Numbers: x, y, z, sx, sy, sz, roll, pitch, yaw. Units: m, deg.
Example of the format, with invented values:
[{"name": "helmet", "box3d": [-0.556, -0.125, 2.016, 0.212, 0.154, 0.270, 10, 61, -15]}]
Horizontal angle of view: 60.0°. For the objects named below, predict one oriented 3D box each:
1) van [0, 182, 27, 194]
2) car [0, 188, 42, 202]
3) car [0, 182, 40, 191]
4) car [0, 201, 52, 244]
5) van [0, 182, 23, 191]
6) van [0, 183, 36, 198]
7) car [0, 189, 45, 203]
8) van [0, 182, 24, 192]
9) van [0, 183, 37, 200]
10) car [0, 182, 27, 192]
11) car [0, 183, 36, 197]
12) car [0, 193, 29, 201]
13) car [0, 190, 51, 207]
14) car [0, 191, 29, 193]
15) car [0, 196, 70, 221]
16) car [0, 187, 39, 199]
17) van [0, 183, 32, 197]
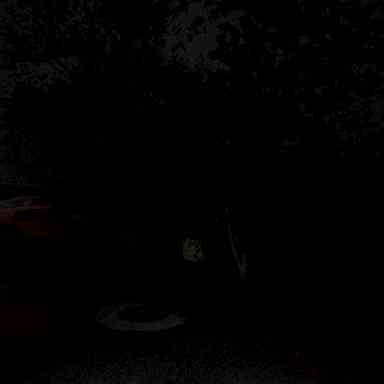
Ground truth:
[{"name": "van", "box3d": [-34.007, -0.763, 63.333, 4.442, 1.987, 1.878, 1, 1, -30]}, {"name": "car", "box3d": [-20.337, 0.336, 39.122, 4.792, 1.488, 2.163, 1, 1, -30]}, {"name": "car", "box3d": [-14.857, 0.465, 29.495, 5.566, 2.045, 2.435, 1, 2, -30]}, {"name": "car", "box3d": [-6.745, 1.355, 15.156, 5.008, 1.535, 2.097, 1, 2, -30]}, {"name": "van", "box3d": [-40.791, -1.176, 75.258, 4.442, 1.987, 1.878, 1, 1, -30]}, {"name": "van", "box3d": [-24.360, -0.176, 46.377, 4.442, 1.987, 1.878, 1, 1, -30]}, {"name": "car", "box3d": [-19.033, 0.427, 36.829, 4.792, 1.488, 2.163, 1, 2, -30]}, {"name": "van", "box3d": [-39.484, -1.096, 72.960, 4.442, 1.987, 1.878, 1, 1, -30]}, {"name": "van", "box3d": [-21.809, -0.010, 41.439, 4.442, 1.987, 1.878, 1, 1, -30]}, {"name": "car", "box3d": [-38.239, -1.040, 70.481, 5.566, 2.045, 2.435, 1, 1, -30]}, {"name": "car", "box3d": [-27.223, -0.370, 51.118, 5.566, 2.045, 2.435, 1, 1, -30]}, {"name": "car", "box3d": [-8.078, 1.123, 17.578, 4.553, 1.767, 2.185, 1, 2, -30]}, {"name": "car", "box3d": [-16.284, 0.638, 31.880, 4.792, 1.488, 2.163, 1, 2, -30]}, {"name": "car", "box3d": [-12.315, 0.925, 24.584, 5.366, 1.575, 1.946, 1, 2, -30]}, {"name": "car", "box3d": [-10.789, 1.078, 22.269, 4.674, 1.452, 2.002, 1, 2, -30]}, {"name": "car", "box3d": [-23.094, 0.131, 43.920, 5.008, 1.535, 2.097, 1, 1, -30]}, {"name": "van", "box3d": [-25.932, -0.263, 48.669, 4.442, 1.987, 1.878, 1, 1, -30]}]
